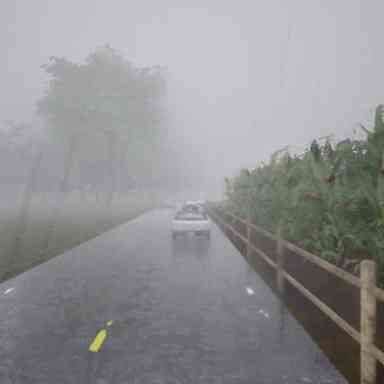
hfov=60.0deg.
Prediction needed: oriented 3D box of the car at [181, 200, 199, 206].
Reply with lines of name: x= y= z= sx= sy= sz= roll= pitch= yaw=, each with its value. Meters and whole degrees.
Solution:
car: x=-0.196 y=1.576 z=35.223 sx=1.812 sy=1.442 sz=4.674 roll=0 pitch=0 yaw=0

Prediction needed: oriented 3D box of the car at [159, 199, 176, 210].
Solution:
car: x=-3.160 y=1.630 z=43.209 sx=1.994 sy=1.385 sz=4.181 roll=0 pitch=0 yaw=0

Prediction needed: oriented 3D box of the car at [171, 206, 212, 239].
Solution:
car: x=-0.043 y=1.617 z=17.434 sx=1.895 sy=1.301 sz=4.718 roll=0 pitch=0 yaw=0
